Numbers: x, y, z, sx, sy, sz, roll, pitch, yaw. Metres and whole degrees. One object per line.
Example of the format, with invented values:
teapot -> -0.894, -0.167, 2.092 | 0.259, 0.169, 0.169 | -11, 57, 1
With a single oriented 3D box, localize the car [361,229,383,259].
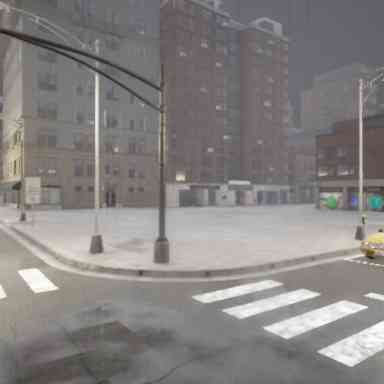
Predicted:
car -> 7.795, 1.594, 11.751 | 4.829, 1.417, 1.752 | 0, 0, -35
